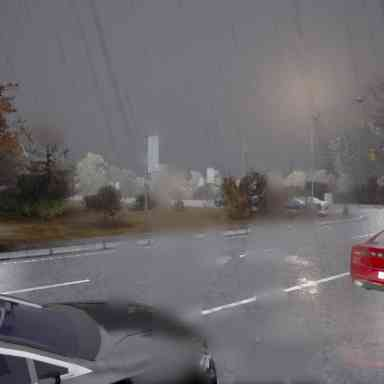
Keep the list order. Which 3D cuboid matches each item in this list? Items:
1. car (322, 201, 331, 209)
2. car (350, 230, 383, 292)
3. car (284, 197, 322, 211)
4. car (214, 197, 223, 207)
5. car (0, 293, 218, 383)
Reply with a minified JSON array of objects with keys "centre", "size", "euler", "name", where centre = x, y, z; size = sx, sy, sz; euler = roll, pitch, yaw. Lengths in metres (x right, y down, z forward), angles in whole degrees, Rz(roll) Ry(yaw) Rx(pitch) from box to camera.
[{"centre":[13.918,1.282,39.172],"size":[1.812,1.442,4.674],"euler":[-1,0,-39],"name":"car"},{"centre":[5.726,1.445,7.825],"size":[5.008,1.535,1.882],"euler":[0,0,-35],"name":"car"},{"centre":[11.132,1.334,37.020],"size":[2.033,1.411,5.357],"euler":[-1,0,-39],"name":"car"},{"centre":[5.076,1.296,44.572],"size":[1.837,1.490,4.892],"euler":[-1,0,-39],"name":"car"},{"centre":[-1.990,1.492,2.310],"size":[4.902,1.511,2.128],"euler":[0,0,-35],"name":"car"}]
